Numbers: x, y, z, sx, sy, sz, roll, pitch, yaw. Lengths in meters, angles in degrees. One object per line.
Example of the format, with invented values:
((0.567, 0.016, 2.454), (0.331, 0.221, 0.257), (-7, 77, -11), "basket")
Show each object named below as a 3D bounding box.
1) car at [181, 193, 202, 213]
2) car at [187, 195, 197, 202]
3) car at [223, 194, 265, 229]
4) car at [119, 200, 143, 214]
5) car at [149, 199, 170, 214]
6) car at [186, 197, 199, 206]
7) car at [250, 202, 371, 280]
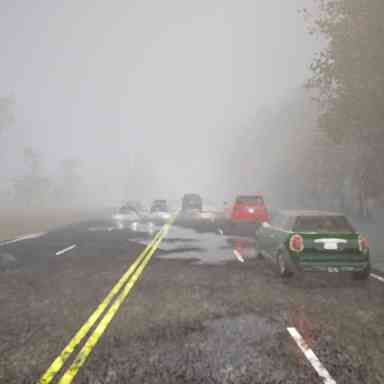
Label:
((-0.017, 1.188, 37.611), (2.150, 2.045, 5.566), (-2, 0, 0), "car")
((0.000, 1.502, 74.033), (2.128, 1.511, 4.902), (0, 0, 0), "car")
((3.264, 1.176, 20.991), (2.150, 2.045, 5.566), (1, -1, 0), "car")
((-6.565, 1.584, 36.042), (1.895, 1.301, 4.718), (0, 0, 0), "car")
((-3.307, 1.489, 34.842), (1.837, 1.490, 4.892), (0, 0, 0), "car")
((0.111, 1.526, 54.999), (2.033, 1.411, 5.357), (0, 0, 0), "car")
((3.257, 1.319, 9.931), (2.097, 1.767, 4.553), (0, -1, 0), "car")
